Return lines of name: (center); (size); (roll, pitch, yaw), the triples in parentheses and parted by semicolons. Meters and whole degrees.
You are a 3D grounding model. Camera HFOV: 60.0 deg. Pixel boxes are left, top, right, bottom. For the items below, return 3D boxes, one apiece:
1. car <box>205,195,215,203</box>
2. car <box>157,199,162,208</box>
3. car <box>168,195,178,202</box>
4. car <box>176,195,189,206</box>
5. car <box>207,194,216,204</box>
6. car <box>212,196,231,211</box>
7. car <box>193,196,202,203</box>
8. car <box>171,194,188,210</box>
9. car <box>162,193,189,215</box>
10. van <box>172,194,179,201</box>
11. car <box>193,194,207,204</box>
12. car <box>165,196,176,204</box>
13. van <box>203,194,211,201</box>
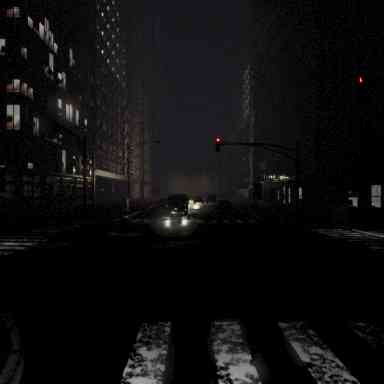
car: (3.723, 1.432, 69.393); (1.967, 1.590, 4.097); (0, 0, 0)
car: (-4.052, 1.593, 47.245); (1.802, 1.307, 4.206); (0, 0, 0)
car: (-4.183, 1.426, 74.883); (1.967, 1.590, 4.097); (0, 0, 0)
car: (-1.609, 1.356, 56.911); (2.097, 1.767, 4.553); (0, 0, 0)
car: (3.750, 1.313, 63.865); (2.192, 1.841, 5.009); (0, 0, 0)
car: (3.904, 1.579, 41.756); (1.947, 1.339, 4.313); (0, 0, 0)
car: (1.150, 1.528, 73.284); (2.033, 1.411, 5.357); (0, 0, 0)
car: (-1.572, 1.234, 44.214); (2.150, 2.045, 5.566); (0, 0, 0)
car: (-1.525, 1.239, 33.932); (2.150, 2.045, 5.566); (0, 0, 0)
van: (-4.236, 1.315, 85.938); (1.690, 1.788, 3.998); (0, 0, 0)
car: (1.275, 1.524, 62.977); (1.812, 1.442, 4.674); (0, 0, 0)
car: (-4.131, 1.564, 63.828); (1.947, 1.339, 4.313); (0, 0, 0)
van: (3.670, 1.321, 80.448); (1.690, 1.788, 3.998); (0, 0, 0)
